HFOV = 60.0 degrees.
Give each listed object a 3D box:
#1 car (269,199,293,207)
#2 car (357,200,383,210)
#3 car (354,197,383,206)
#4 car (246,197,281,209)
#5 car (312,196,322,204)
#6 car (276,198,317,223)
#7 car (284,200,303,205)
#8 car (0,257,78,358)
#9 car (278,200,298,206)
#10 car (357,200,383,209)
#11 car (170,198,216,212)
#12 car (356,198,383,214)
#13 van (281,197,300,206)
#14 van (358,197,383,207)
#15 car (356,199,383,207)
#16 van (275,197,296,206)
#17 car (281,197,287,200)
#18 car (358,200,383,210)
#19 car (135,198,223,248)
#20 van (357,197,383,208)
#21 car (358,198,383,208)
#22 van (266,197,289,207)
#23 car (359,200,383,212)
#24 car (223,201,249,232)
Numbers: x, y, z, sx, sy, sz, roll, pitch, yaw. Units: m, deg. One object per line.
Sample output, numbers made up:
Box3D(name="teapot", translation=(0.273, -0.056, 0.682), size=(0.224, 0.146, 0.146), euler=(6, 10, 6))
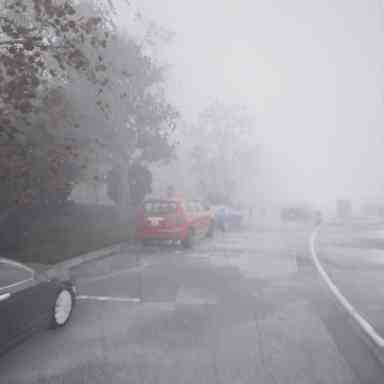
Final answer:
Box3D(name="car", translation=(19.869, 2.447, 74.358), size=(4.892, 1.521, 2.231), euler=(-1, -1, 6))
Box3D(name="car", translation=(29.472, 2.034, 53.350), size=(4.892, 1.521, 2.231), euler=(1, 0, 6))
Box3D(name="car", translation=(42.310, 2.294, 79.747), size=(5.566, 2.045, 2.435), euler=(1, -1, 6))
Box3D(name="car", translation=(12.171, 1.904, 58.480), size=(5.566, 2.045, 2.435), euler=(-1, -2, 6))
Box3D(name="car", translation=(30.859, 1.958, 82.375), size=(2.150, 2.045, 5.566), euler=(-1, -1, 26))
Box3D(name="car", translation=(8.196, 1.520, 25.761), size=(1.882, 1.535, 5.008), euler=(-1, 0, 26))
Box3D(name="car", translation=(27.575, 2.817, 90.253), size=(4.674, 1.452, 2.002), euler=(-1, -2, 6))
Box3D(name="car", translation=(-3.229, 1.498, 4.219), size=(2.231, 1.521, 4.892), euler=(0, -1, 7))
Box3D(name="car", translation=(23.722, 2.645, 82.300), size=(4.674, 1.452, 2.002), euler=(-1, -1, 6))
Box3D(name="car", translation=(32.033, 2.128, 58.634), size=(4.892, 1.521, 2.231), euler=(1, 0, 6))
Box3D(name="car", translation=(0.106, 1.560, 40.854), size=(5.357, 1.411, 2.033), euler=(3, -1, 29))
Box3D(name="car", translation=(21.775, 1.750, 37.530), size=(4.892, 1.521, 2.231), euler=(1, -1, 6))
Box3D(name="van", translation=(25.120, 2.435, 84.953), size=(4.442, 1.987, 1.878), euler=(-1, -2, 6))
Box3D(name="van", translation=(38.553, 2.154, 71.824), size=(4.442, 1.987, 1.878), euler=(1, -1, 6))
Box3D(name="car", translation=(37.147, 2.326, 69.193), size=(5.008, 1.535, 2.097), euler=(1, -1, 6))
Box3D(name="van", translation=(22.315, 2.328, 79.673), size=(4.442, 1.987, 1.878), euler=(-1, -1, 6))
Box3D(name="car", translation=(16.031, 2.173, 66.417), size=(4.553, 1.767, 2.185), euler=(-1, -1, 6))
Box3D(name="car", translation=(28.185, 2.025, 50.717), size=(4.674, 1.452, 2.002), euler=(1, 0, 6))
Box3D(name="car", translation=(-0.563, 1.283, 15.336), size=(2.435, 2.045, 5.566), euler=(0, 0, 19))
Box3D(name="van", translation=(35.758, 2.047, 66.562), size=(4.442, 1.987, 1.878), euler=(1, -1, 6))
Box3D(name="car", translation=(33.341, 2.050, 61.269), size=(4.553, 1.767, 2.185), euler=(1, 0, 6))
Box3D(name="van", translation=(18.458, 2.173, 71.724), size=(4.442, 1.987, 1.878), euler=(-1, -1, 6))
Box3D(name="car", translation=(25.622, 1.931, 45.439), size=(4.674, 1.452, 2.002), euler=(1, 0, 6))
Box3D(name="car", translation=(1.727, 1.565, 20.875), size=(2.097, 1.535, 5.008), euler=(0, 0, 25))
